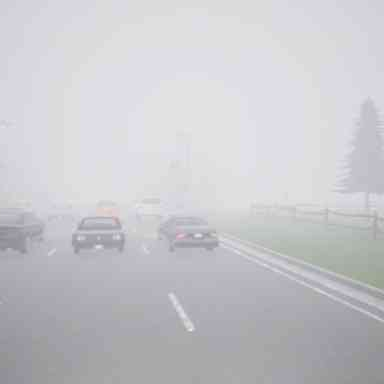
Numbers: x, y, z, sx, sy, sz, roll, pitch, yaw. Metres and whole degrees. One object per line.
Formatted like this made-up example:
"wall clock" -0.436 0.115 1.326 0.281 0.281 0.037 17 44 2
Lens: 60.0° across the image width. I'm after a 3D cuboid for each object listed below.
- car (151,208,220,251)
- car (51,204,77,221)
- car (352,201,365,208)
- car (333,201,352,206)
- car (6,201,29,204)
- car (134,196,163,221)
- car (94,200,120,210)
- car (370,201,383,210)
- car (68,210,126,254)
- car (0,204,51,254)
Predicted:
"car" -0.355 1.648 14.571 2.033 1.411 5.357 1 0 -13
"car" -10.679 1.658 27.645 1.895 1.301 4.718 1 0 -13
"car" 34.973 2.414 65.890 5.008 1.535 1.882 1 0 -14
"car" 33.370 2.558 72.703 4.718 1.301 1.895 1 0 -14
"car" -14.175 1.486 27.200 1.882 1.535 5.008 1 0 -14
"car" -3.843 1.376 29.195 2.150 2.045 5.566 1 0 -13
"car" -7.254 1.459 28.438 2.097 1.767 4.553 1 -1 -13
"car" 34.095 2.417 57.432 5.357 1.411 2.033 1 0 -14
"car" -3.786 1.651 13.871 1.895 1.301 4.718 1 0 -13
"car" -7.268 1.478 13.415 1.882 1.535 5.008 1 0 -13
